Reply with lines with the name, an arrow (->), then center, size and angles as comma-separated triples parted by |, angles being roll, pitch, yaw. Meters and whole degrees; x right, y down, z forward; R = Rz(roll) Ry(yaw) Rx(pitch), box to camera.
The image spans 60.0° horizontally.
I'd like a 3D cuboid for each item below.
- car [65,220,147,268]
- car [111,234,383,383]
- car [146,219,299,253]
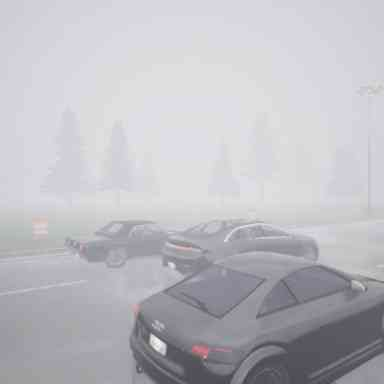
car -> -1.608, 1.603, 11.197 | 4.718, 1.301, 1.895 | 0, 0, -36
car -> 1.273, 1.565, 4.654 | 4.181, 1.385, 1.994 | 0, 0, -36
car -> 1.504, 1.494, 9.118 | 4.902, 1.511, 2.128 | 0, 0, -36
